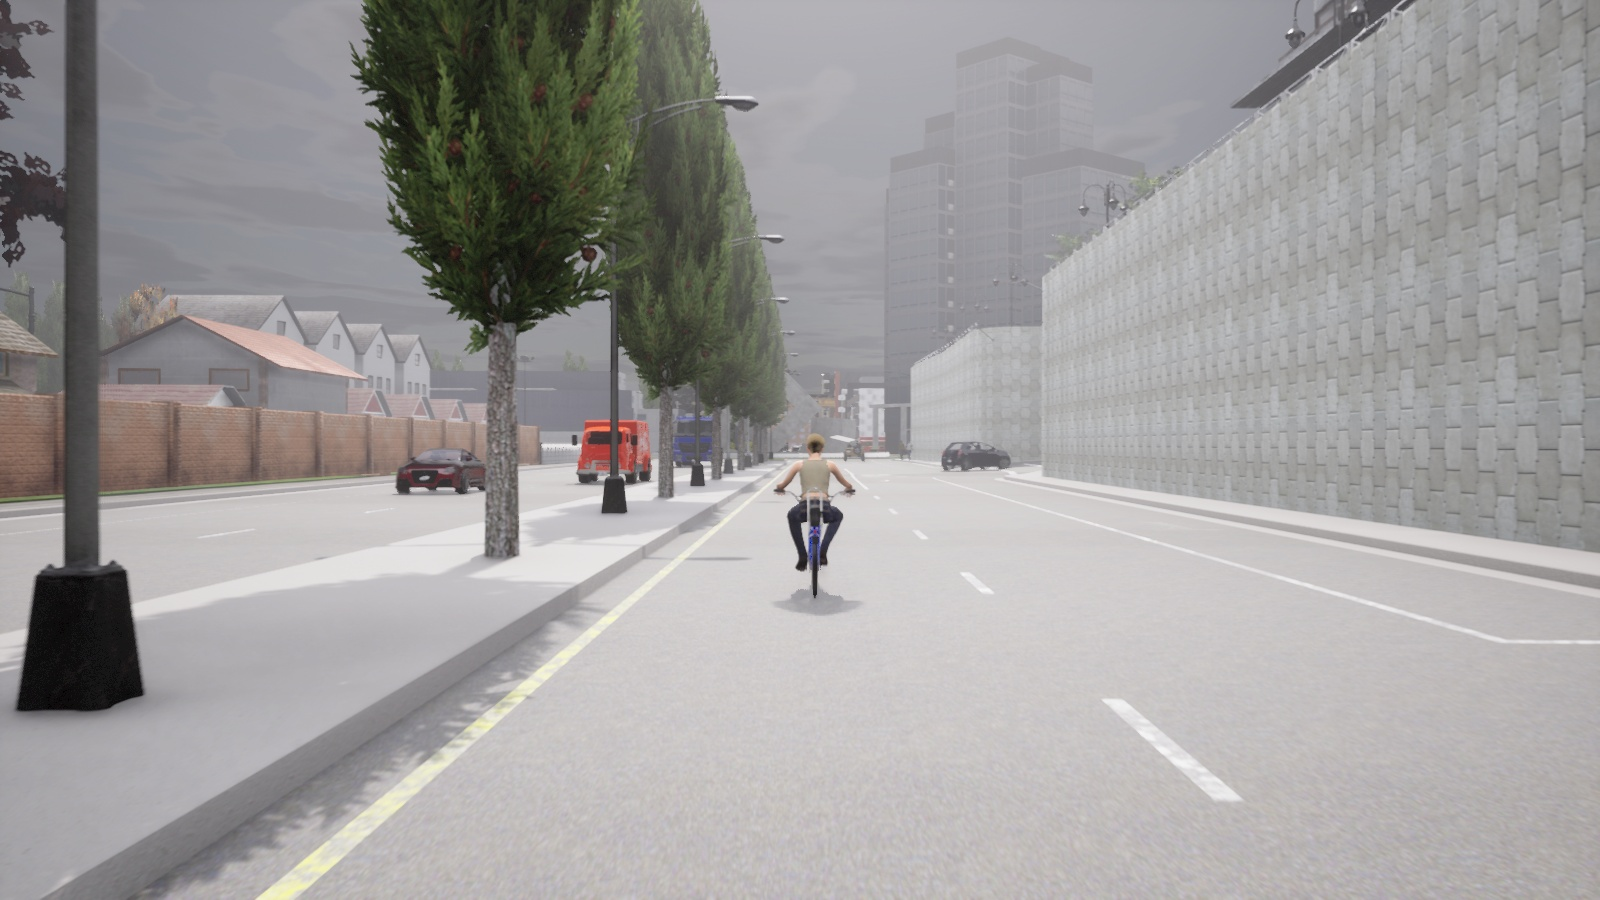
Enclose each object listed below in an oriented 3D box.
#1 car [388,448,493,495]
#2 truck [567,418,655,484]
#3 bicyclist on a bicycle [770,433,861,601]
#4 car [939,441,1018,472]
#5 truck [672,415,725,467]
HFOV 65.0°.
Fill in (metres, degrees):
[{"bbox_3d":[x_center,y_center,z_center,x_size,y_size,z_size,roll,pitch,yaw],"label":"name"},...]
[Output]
[{"bbox_3d":[-11.022,0.624,38.808,1.994,1.385,4.181,0,0,1],"label":"car"},{"bbox_3d":[-7.381,0.042,49.659,2.627,2.467,5.204,0,0,1],"label":"truck"},{"bbox_3d":[0.155,0.638,12.829,0.866,1.612,1.509,0,0,0],"label":"bicyclist on a bicycle"},{"bbox_3d":[9.176,0.346,64.351,3.633,1.501,1.845,-1,0,-31],"label":"car"},{"bbox_3d":[-6.908,-0.601,86.750,2.891,3.462,7.936,0,0,1],"label":"truck"}]
